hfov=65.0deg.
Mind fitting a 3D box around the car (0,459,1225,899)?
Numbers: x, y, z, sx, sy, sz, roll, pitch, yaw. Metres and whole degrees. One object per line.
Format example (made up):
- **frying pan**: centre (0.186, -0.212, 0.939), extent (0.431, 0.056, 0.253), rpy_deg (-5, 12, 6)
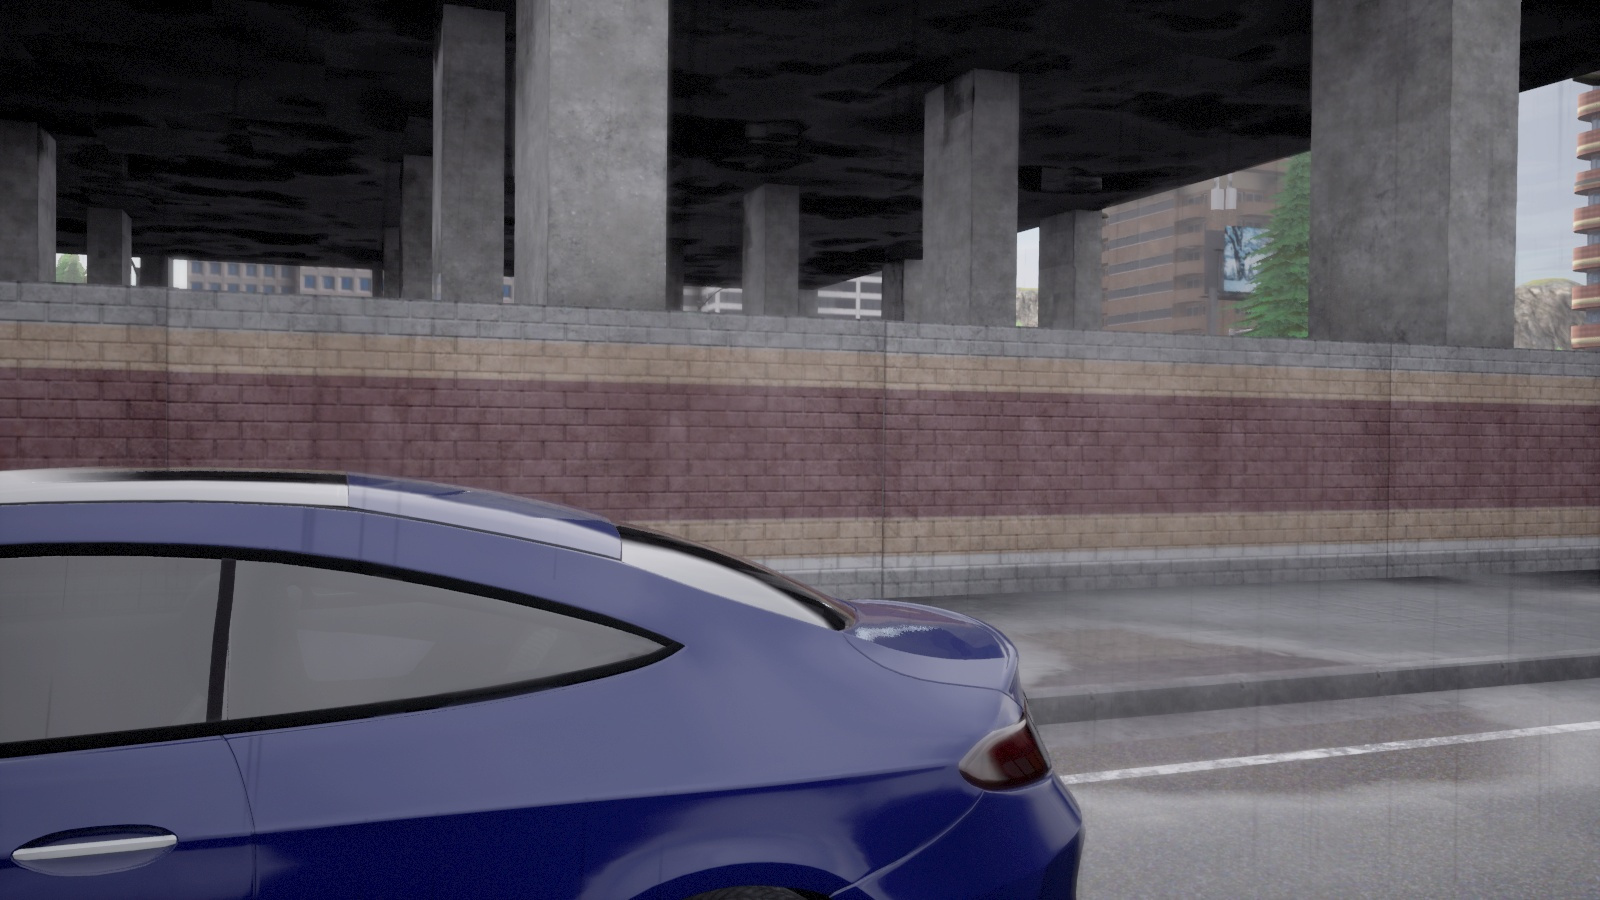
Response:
- **car**: centre (-1.621, 0.799, 2.622), extent (4.674, 1.442, 1.812), rpy_deg (-1, 1, -21)
